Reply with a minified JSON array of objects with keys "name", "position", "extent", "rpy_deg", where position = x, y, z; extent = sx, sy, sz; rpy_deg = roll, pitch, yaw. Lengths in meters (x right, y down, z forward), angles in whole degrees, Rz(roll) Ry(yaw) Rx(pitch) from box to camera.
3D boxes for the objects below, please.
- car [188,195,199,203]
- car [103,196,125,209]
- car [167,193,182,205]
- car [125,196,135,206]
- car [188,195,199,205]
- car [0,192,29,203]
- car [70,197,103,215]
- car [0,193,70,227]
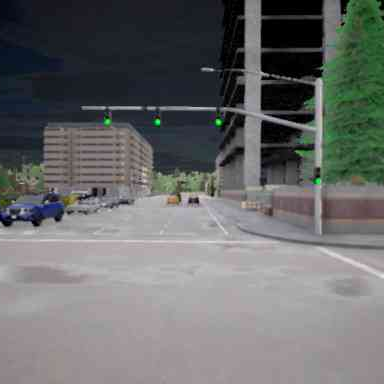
[{"name":"car","position":[0.294,1.340,66.140],"extent":[2.128,1.511,4.902],"rpy_deg":[0,0,0]},{"name":"car","position":[-10.396,1.353,41.809],"extent":[2.128,1.511,4.902],"rpy_deg":[0,0,0]},{"name":"car","position":[-3.222,1.333,56.164],"extent":[1.882,1.535,5.008],"rpy_deg":[0,0,0]},{"name":"car","position":[-10.279,1.388,52.383],"extent":[2.033,1.411,5.357],"rpy_deg":[0,0,1]},{"name":"car","position":[0.271,1.345,55.855],"extent":[1.882,1.535,5.008],"rpy_deg":[0,0,0]},{"name":"car","position":[-32.017,0.966,59.626],"extent":[4.605,1.855,1.932],"rpy_deg":[0,0,1]},{"name":"car","position":[-10.458,1.481,32.171],"extent":[1.895,1.301,4.718],"rpy_deg":[0,0,0]},{"name":"car","position":[-10.503,1.121,22.408],"extent":[2.150,2.045,5.566],"rpy_deg":[0,0,0]}]
